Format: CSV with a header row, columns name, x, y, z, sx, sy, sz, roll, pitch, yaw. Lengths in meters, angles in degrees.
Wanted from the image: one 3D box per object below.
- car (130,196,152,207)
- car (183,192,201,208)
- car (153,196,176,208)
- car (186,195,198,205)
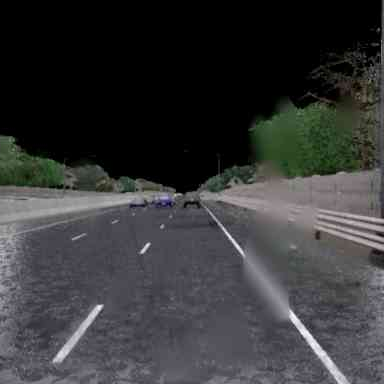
name,x,y,z,sx,sy,sz,roll,pitch,yaw
car,-6.980,1.316,44.277,1.994,1.385,4.181,0,0,0
car,0.010,0.972,43.147,2.150,2.045,5.566,0,0,0
car,-3.490,1.229,43.156,1.882,1.535,5.008,0,0,0
car,0.024,1.239,54.715,1.882,1.535,5.008,0,0,0
